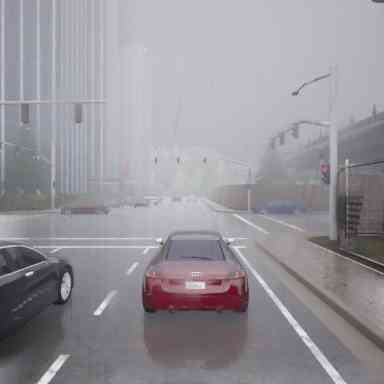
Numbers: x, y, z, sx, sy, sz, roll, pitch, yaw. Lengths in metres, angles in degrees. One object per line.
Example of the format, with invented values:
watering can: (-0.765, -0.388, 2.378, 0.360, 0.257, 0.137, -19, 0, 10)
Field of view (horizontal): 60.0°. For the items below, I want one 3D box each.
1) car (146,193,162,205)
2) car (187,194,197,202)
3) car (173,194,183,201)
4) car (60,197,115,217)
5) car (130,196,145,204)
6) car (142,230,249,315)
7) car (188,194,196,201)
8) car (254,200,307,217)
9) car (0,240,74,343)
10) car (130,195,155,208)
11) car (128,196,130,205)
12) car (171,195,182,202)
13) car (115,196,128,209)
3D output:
car: (-7.096, 1.221, 58.168, 2.150, 2.045, 5.566, 0, 0, 1)
car: (-0.028, 1.519, 74.585, 1.812, 1.442, 4.674, 0, 0, 0)
car: (-3.531, 1.386, 84.693, 2.128, 1.511, 4.902, 0, 0, 0)
car: (-10.088, 1.386, 31.752, 4.553, 1.767, 2.097, 0, 0, 0)
car: (-10.556, 1.547, 64.911, 2.033, 1.411, 5.357, 0, 0, 1)
car: (0.069, 1.564, 7.680, 1.994, 1.385, 4.181, 0, 0, 0)
car: (-0.031, 1.361, 84.694, 1.837, 1.490, 4.892, 0, 0, 0)
car: (8.484, 1.533, 32.092, 5.008, 1.535, 1.882, 0, 0, 5)
car: (-3.444, 1.505, 5.222, 1.837, 1.490, 4.892, 0, 0, 0)
car: (-7.106, 1.547, 47.978, 2.033, 1.411, 5.357, 0, 0, 0)
car: (-10.604, 1.505, 54.596, 1.837, 1.490, 4.892, 0, 0, 0)
car: (-3.528, 1.495, 74.269, 1.837, 1.490, 4.892, 0, 0, 0)
car: (-10.609, 1.492, 45.352, 2.128, 1.511, 4.902, 0, 0, 0)
